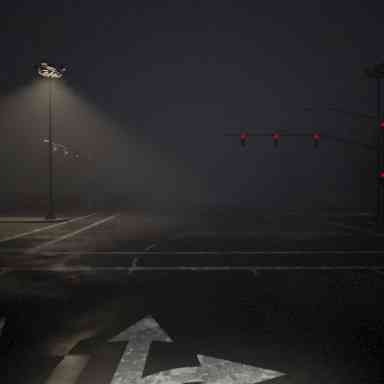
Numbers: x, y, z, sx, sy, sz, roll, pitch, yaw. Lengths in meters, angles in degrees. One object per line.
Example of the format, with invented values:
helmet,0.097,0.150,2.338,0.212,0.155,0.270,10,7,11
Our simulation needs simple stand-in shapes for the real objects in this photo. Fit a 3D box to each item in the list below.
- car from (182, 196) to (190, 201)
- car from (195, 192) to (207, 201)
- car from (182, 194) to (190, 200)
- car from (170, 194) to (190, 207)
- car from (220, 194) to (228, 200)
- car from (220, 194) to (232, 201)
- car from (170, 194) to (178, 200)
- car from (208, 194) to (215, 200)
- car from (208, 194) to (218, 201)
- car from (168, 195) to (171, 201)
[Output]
car,-1.569,1.589,83.851,1.895,1.301,4.718,0,0,0
car,1.928,1.218,83.414,2.150,2.045,5.566,0,0,0
car,-1.516,1.357,92.991,2.128,1.511,4.902,0,0,0
car,-1.755,1.492,51.959,2.128,1.511,4.902,0,0,0
car,8.984,1.356,92.930,1.812,1.442,4.674,0,0,0
car,8.928,1.533,83.343,2.033,1.411,5.357,0,0,0
car,-5.016,1.385,93.012,1.994,1.385,4.181,0,0,0
car,5.484,1.356,92.950,1.812,1.442,4.674,0,0,0
car,5.433,1.590,84.227,1.895,1.301,4.718,0,0,0
car,-5.067,1.495,84.258,1.837,1.490,4.892,0,0,0
